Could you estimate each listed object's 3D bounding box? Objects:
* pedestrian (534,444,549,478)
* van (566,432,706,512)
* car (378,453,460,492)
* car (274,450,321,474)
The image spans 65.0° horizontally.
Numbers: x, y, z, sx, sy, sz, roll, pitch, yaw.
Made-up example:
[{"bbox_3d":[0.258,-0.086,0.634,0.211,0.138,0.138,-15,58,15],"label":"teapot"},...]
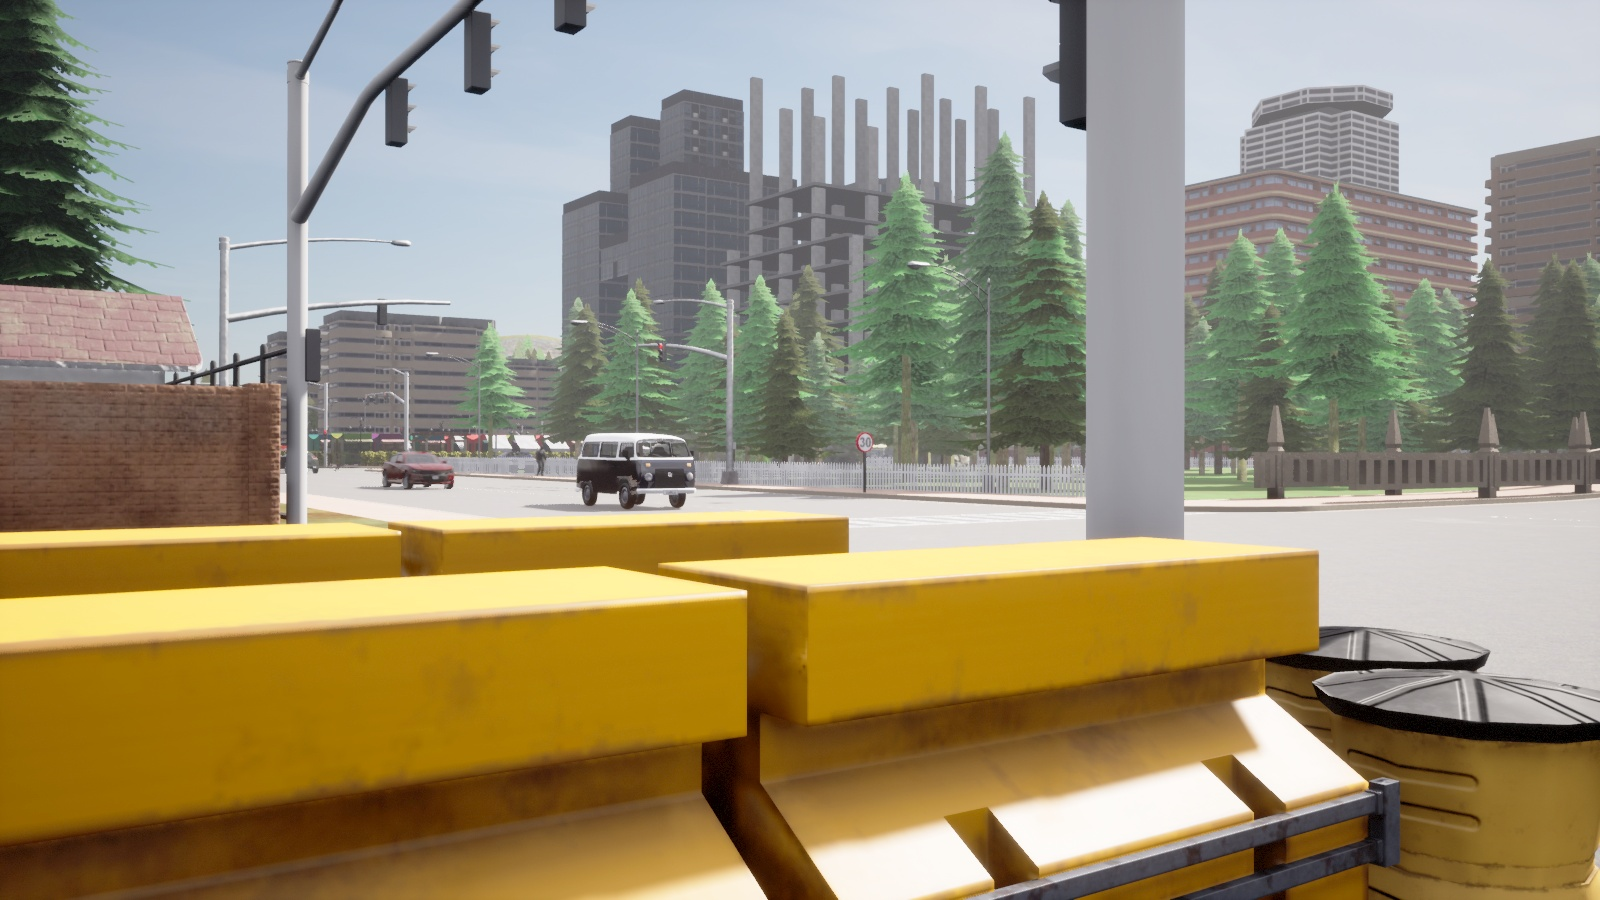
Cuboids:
[{"bbox_3d":[-14.323,0.604,69.632,0.563,1.883,0.849,0,0,-33],"label":"pedestrian"},{"bbox_3d":[-4.568,0.562,34.452,2.069,2.038,4.480,0,0,-33],"label":"van"},{"bbox_3d":[-15.666,0.882,51.501,1.882,1.535,5.008,0,0,-33],"label":"car"},{"bbox_3d":[-35.247,0.813,88.001,2.152,1.651,5.027,0,0,-33],"label":"car"}]
